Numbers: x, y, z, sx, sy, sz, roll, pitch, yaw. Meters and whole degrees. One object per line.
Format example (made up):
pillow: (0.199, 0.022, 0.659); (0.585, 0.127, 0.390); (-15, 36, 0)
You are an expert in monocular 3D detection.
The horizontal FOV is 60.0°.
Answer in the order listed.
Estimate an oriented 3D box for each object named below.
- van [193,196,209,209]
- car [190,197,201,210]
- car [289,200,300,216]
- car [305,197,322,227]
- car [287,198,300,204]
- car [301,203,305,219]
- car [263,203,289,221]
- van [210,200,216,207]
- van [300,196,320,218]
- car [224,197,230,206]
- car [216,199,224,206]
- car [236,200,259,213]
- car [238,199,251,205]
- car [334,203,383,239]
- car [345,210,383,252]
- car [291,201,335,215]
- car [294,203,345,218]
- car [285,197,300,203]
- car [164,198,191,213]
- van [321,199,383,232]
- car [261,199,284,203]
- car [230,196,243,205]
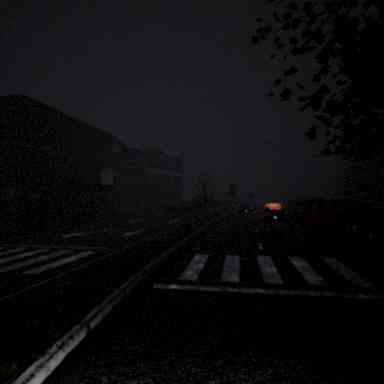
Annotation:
van: (0.774, 1.694, 53.049); (1.878, 1.987, 4.442); (0, 0, 17)
car: (-0.689, 1.927, 47.787); (2.163, 1.488, 4.792); (0, 0, 16)
car: (12.456, 1.835, 32.180); (5.366, 1.575, 1.946); (0, 0, 12)
car: (10.624, 1.511, 21.545); (5.566, 2.045, 2.435); (0, 0, 10)
car: (15.133, 1.886, 42.772); (4.892, 1.521, 2.231); (0, 0, 15)
car: (11.549, 1.844, 26.804); (4.674, 1.452, 2.002); (0, 0, 11)
car: (7.629, 1.941, 30.870); (1.895, 1.301, 4.718); (0, 0, 12)
van: (2.354, 1.732, 58.357); (1.878, 1.987, 4.442); (0, -1, 18)
van: (12.194, 1.597, 29.444); (4.442, 1.987, 1.878); (0, 0, 12)
car: (5.902, 2.141, 68.991); (2.002, 1.452, 4.674); (0, -1, 20)
car: (4.109, 2.059, 63.747); (2.002, 1.452, 4.674); (0, -1, 19)
car: (7.073, 1.999, 42.144); (1.895, 1.301, 4.718); (0, 0, 14)
car: (14.171, 2.653, 89.678); (2.231, 1.521, 4.892); (0, -2, 25)
car: (9.700, 1.582, 16.120); (4.553, 1.767, 2.185); (0, -1, 10)
car: (9.196, 1.680, 13.411); (4.892, 1.521, 2.231); (0, -1, 10)
car: (14.501, 1.906, 40.114); (4.792, 1.488, 2.163); (0, 0, 14)
car: (13.224, 1.894, 34.806); (4.674, 1.452, 2.002); (0, 0, 13)
car: (18.097, 1.675, 53.423); (5.566, 2.045, 2.435); (0, 0, 17)
car: (-2.043, 1.871, 42.464); (2.097, 1.535, 5.008); (0, 0, 14)
van: (10.022, 1.509, 18.863); (4.442, 1.987, 1.878); (0, -1, 10)
car: (10.484, 1.756, 43.194); (2.097, 1.767, 4.553); (0, 0, 14)
car: (9.774, 2.079, 79.341); (2.435, 2.045, 5.566); (0, -2, 22)
